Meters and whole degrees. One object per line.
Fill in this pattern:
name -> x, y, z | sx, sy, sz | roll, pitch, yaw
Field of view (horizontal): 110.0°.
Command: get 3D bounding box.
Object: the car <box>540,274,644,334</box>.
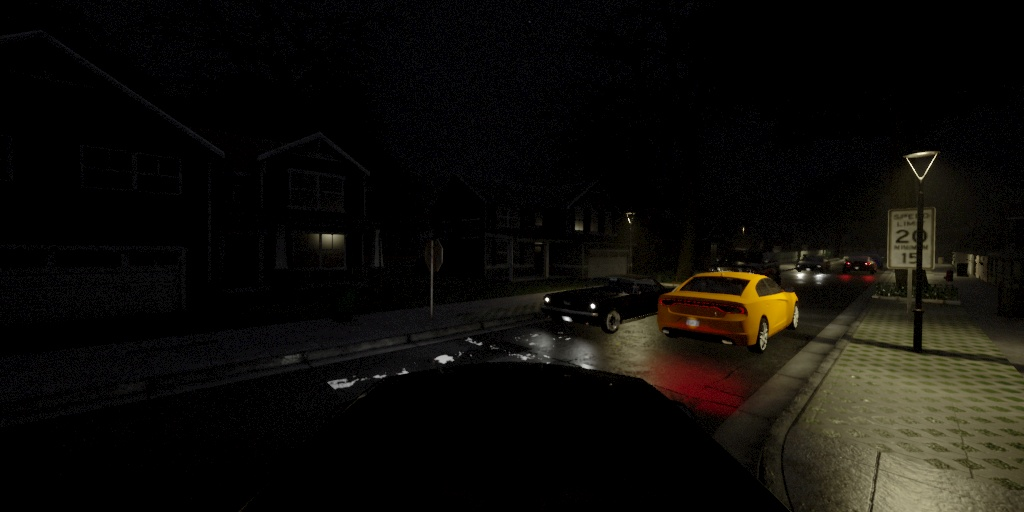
car -> 3.000, 1.219, 10.377 | 4.718, 1.301, 1.895 | -1, 1, -42

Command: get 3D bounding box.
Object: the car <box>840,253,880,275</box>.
car -> 28.967, 0.710, 29.835 | 4.674, 1.442, 1.812 | -1, 2, -41

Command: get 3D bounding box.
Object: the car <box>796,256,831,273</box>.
car -> 26.532, 0.707, 31.466 | 5.357, 1.411, 2.033 | -1, 2, -41

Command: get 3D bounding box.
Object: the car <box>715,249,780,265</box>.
car -> 12.129, 0.678, 18.582 | 5.566, 2.045, 2.150 | -1, 1, -42

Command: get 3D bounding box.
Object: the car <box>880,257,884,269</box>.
car -> 36.605, 0.478, 36.756 | 5.008, 1.535, 1.882 | -1, 2, -41

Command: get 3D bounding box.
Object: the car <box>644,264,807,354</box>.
car -> 5.385, 1.125, 8.685 | 5.008, 1.535, 1.882 | -1, 1, -42
